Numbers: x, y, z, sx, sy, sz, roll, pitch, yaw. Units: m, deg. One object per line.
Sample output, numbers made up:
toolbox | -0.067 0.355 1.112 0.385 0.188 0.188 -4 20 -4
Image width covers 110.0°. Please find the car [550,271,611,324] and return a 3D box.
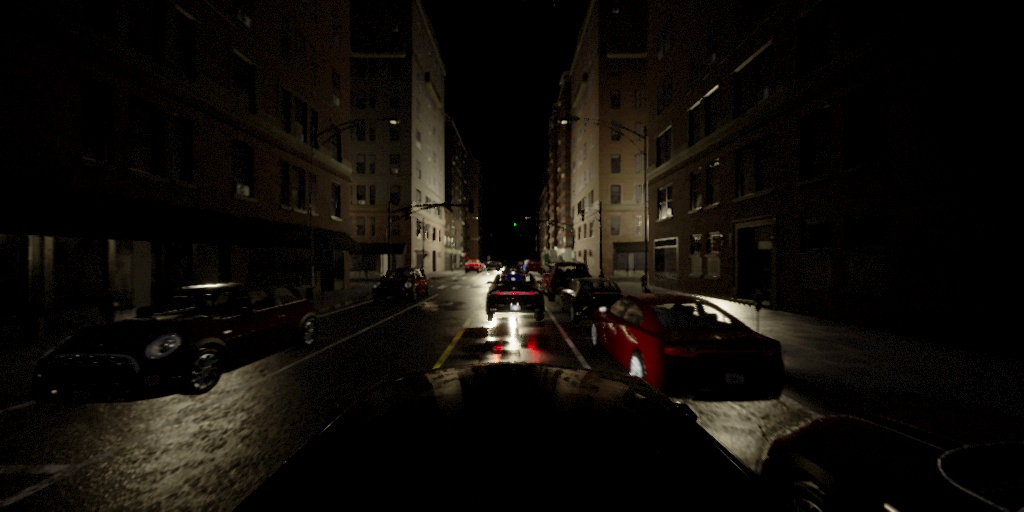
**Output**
car | 2.635 1.388 12.151 2.007 1.370 4.403 0 0 0

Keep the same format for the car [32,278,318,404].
car | -5.389 1.230 6.467 1.967 1.591 4.097 0 0 0

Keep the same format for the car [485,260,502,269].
car | -2.827 1.674 55.212 1.882 1.535 5.008 0 -1 0

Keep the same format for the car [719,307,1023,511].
car | 2.638 1.182 0.788 1.967 1.591 4.097 0 0 0

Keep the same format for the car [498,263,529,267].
car | 0.093 1.489 27.561 1.812 1.442 4.674 0 0 0

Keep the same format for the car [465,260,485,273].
car | -5.428 1.472 50.390 2.192 1.841 5.009 0 0 0

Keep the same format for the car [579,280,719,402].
car | 2.637 1.335 6.469 1.888 1.381 4.507 0 0 0

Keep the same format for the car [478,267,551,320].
car | 0.097 1.338 13.079 2.128 1.511 4.902 0 0 0

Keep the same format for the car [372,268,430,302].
car | -5.391 1.326 17.831 1.967 1.591 4.097 0 0 0

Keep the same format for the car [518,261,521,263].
car | 2.676 1.562 61.400 2.192 1.841 5.009 0 0 0

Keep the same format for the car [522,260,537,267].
car | 2.692 1.425 44.889 2.192 1.841 5.009 0 0 0

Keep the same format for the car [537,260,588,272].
car | 2.634 1.200 17.833 2.192 1.841 5.009 0 0 0
